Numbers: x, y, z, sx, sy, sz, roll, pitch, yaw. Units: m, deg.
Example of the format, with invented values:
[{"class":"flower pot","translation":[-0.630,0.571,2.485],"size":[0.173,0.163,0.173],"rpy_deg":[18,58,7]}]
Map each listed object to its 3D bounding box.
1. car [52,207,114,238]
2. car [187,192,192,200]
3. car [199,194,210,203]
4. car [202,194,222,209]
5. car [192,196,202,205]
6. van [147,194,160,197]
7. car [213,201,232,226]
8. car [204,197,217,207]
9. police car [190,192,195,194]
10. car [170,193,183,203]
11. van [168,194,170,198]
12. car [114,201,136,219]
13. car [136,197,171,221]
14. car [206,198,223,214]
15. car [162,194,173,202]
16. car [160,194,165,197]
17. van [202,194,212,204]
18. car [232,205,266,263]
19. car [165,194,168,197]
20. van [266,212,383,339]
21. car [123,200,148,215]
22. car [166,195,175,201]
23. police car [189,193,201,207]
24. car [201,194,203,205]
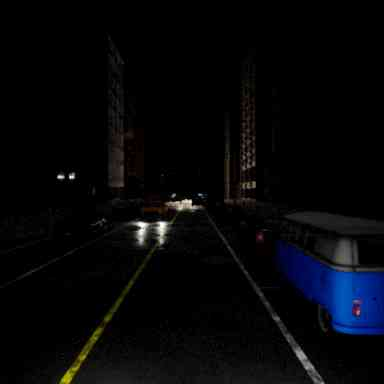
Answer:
[{"class":"car","translation":[-5.766,1.564,17.554],"size":[1.947,1.339,4.313],"rpy_deg":[0,0,0]},{"class":"car","translation":[-0.020,1.110,85.695],"size":[2.150,2.045,5.566],"rpy_deg":[0,0,0]},{"class":"car","translation":[2.745,1.338,73.662],"size":[2.192,1.841,5.009],"rpy_deg":[0,0,0]},{"class":"car","translation":[2.754,1.319,40.007],"size":[2.192,1.841,5.009],"rpy_deg":[0,0,0]},{"class":"car","translation":[0.885,1.542,61.786],"size":[1.812,1.442,4.674],"rpy_deg":[0,0,0]},{"class":"van","translation":[-5.773,1.348,45.602],"size":[1.690,1.788,3.998],"rpy_deg":[0,0,0]},{"class":"car","translation":[2.758,1.564,23.179],"size":[1.947,1.339,4.313],"rpy_deg":[0,0,0]},{"class":"car","translation":[2.751,1.535,51.395],"size":[1.752,1.417,4.829],"rpy_deg":[0,0,0]},{"class":"police car","translation":[0.883,1.445,67.896],"size":[1.930,1.638,5.238],"rpy_deg":[0,0,0]},{"class":"car","translation":[-3.017,1.491,69.348],"size":[1.882,1.535,5.008],"rpy_deg":[0,0,0]},{"class":"van","translation":[-5.780,1.364,73.649],"size":[1.690,1.788,3.998],"rpy_deg":[0,0,0]},{"class":"car","translation":[-5.769,1.550,28.773],"size":[2.008,1.369,4.403],"rpy_deg":[0,0,0]},{"class":"car","translation":[-3.105,1.477,27.748],"size":[1.882,1.535,5.008],"rpy_deg":[0,0,0]},{"class":"car","translation":[2.755,1.584,34.398],"size":[1.802,1.307,4.206],"rpy_deg":[0,0,0]},{"class":"car","translation":[-5.781,1.341,79.259],"size":[2.192,1.841,5.009],"rpy_deg":[0,0,0]},{"class":"car","translation":[-5.774,1.450,51.211],"size":[1.967,1.590,4.097],"rpy_deg":[0,0,0]},{"class":"van","translation":[2.748,1.357,62.443],"size":[1.690,1.788,3.998],"rpy_deg":[0,0,0]},{"class":"car","translation":[2.761,1.438,11.961],"size":[1.967,1.590,4.097],"rpy_deg":[0,0,0]},{"class":"car","translation":[-5.776,1.327,56.820],"size":[2.192,1.841,5.009],"rpy_deg":[0,0,0]},{"class":"van","translation":[2.763,1.340,6.352],"size":[1.690,1.788,3.998],"rpy_deg":[0,0,0]},{"class":"car","translation":[-5.770,1.583,34.383],"size":[1.802,1.307,4.206],"rpy_deg":[0,0,0]},{"class":"car","translation":[-5.784,1.585,90.477],"size":[2.008,1.369,4.403],"rpy_deg":[0,0,0]},{"class":"police car","translation":[0.887,1.436,51.896],"size":[1.930,1.638,5.238],"rpy_deg":[0,0,0]},{"class":"car","translation":[2.752,1.322,45.616],"size":[2.192,1.841,5.009],"rpy_deg":[0,0,0]}]
